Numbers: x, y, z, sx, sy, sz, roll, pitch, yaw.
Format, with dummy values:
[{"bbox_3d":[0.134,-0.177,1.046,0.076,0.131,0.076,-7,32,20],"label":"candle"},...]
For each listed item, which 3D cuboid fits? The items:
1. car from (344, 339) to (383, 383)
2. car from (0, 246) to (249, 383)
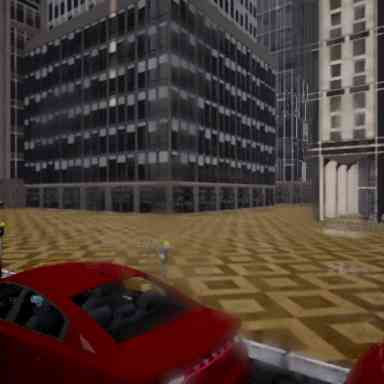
[{"bbox_3d":[2.958,1.325,0.771,5.009,1.841,2.192,0,0,35],"label":"car"},{"bbox_3d":[-1.554,1.529,3.986,4.507,1.381,1.887,0,0,35],"label":"car"}]
